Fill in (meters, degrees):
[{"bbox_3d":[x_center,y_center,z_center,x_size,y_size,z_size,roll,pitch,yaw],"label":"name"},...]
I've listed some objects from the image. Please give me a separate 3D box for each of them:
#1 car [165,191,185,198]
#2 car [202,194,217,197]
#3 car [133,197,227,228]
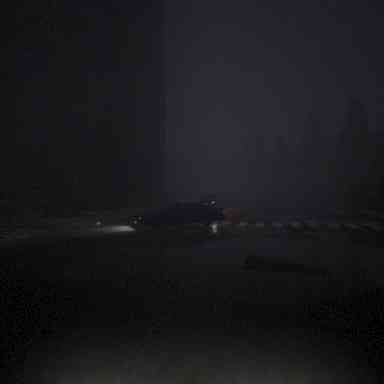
[{"bbox_3d":[-3.291,0.660,59.825,1.837,1.490,4.892,-1,0,-40],"label":"car"},{"bbox_3d":[1.882,0.961,36.205,1.837,1.490,4.892,0,1,10],"label":"car"},{"bbox_3d":[-0.673,1.255,19.439,5.357,1.411,2.033,-1,1,-21],"label":"car"}]
